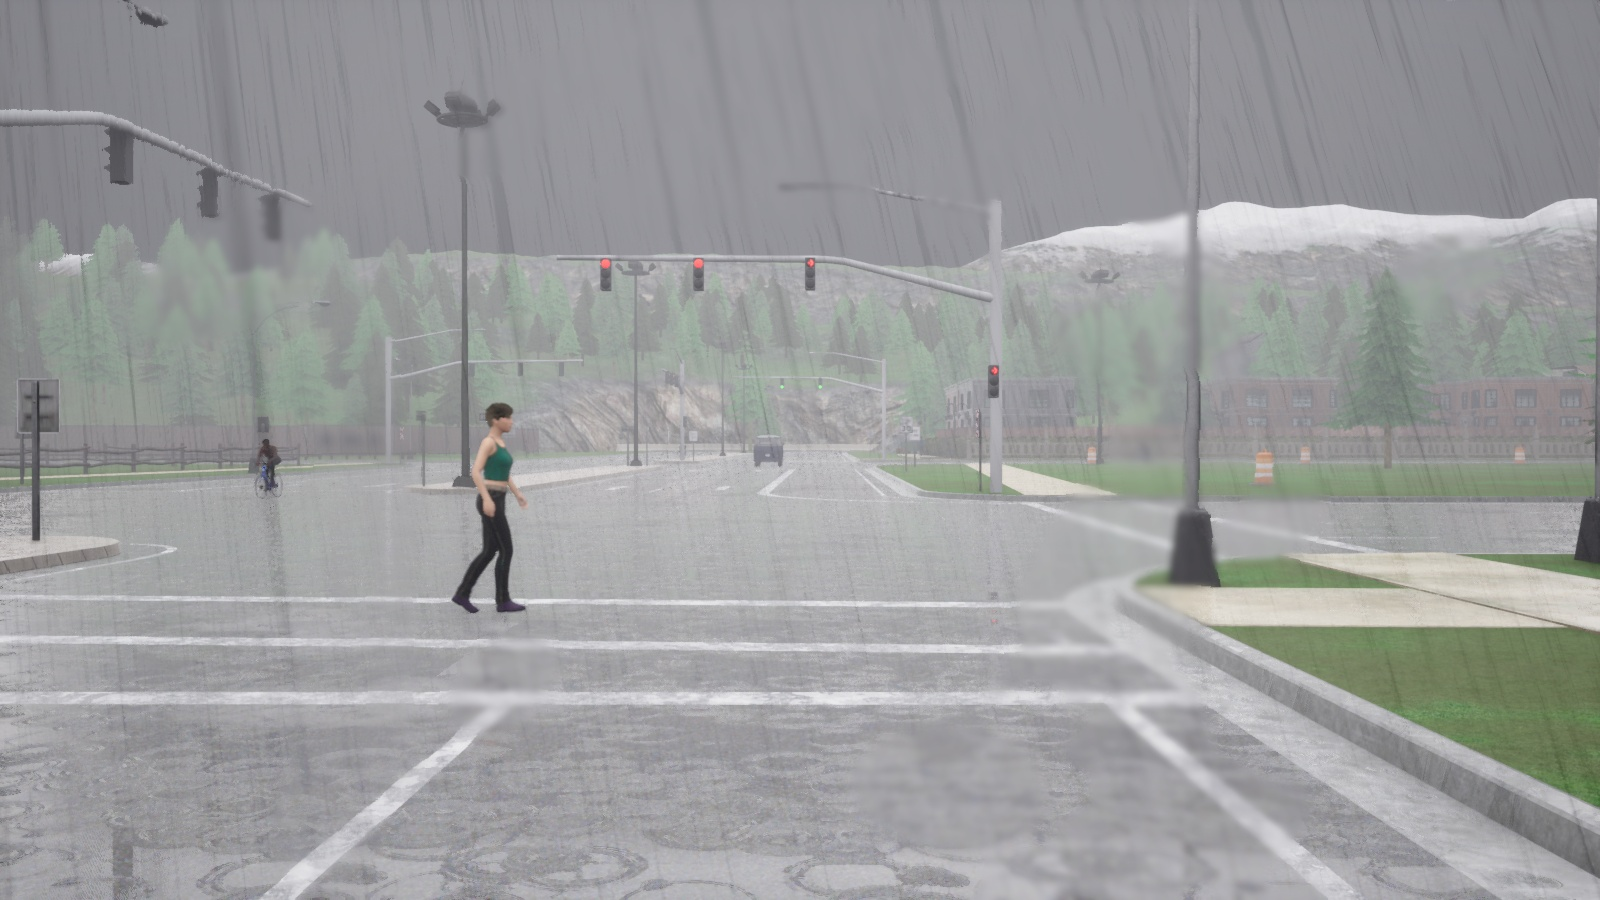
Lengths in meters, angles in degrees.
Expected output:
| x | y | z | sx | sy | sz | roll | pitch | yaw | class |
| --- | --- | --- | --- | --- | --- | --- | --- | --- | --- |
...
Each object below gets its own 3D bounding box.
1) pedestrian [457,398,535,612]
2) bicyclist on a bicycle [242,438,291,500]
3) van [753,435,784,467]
| x | y | z | sx | sy | sz | roll | pitch | yaw | class |
| --- | --- | --- | --- | --- | --- | --- | --- | --- | --- |
| -2.635 | 0.472 | 10.922 | 0.594 | 1.836 | 0.345 | 0 | 0 | 0 | pedestrian |
| -14.422 | 0.496 | 34.002 | 0.582 | 1.620 | 1.656 | 0 | 1 | 1 | bicyclist on a bicycle |
| -1.964 | 0.046 | 79.965 | 1.775 | 1.987 | 4.442 | 0 | 0 | 1 | van |
